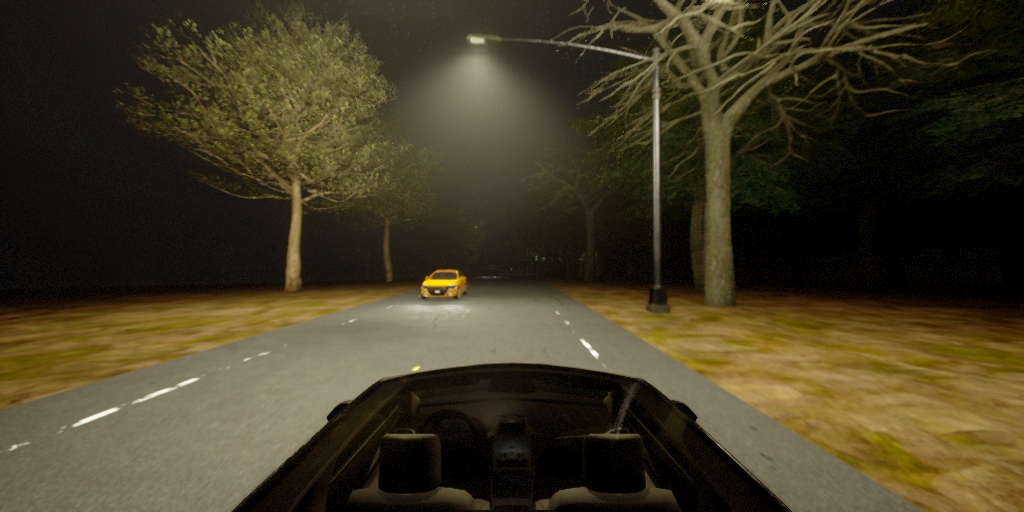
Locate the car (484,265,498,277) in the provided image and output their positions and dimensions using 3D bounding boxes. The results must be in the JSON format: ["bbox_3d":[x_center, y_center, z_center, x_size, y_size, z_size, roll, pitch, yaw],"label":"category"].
[{"bbox_3d":[-3.521,2.510,61.907,2.150,2.045,5.566,0,-2,1],"label":"car"}]

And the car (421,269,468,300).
[{"bbox_3d":[-3.596,1.496,19.776,1.882,1.535,5.008,0,-1,0],"label":"car"}]
